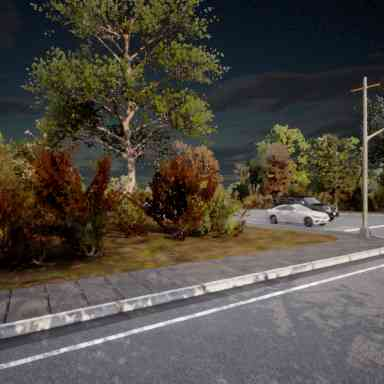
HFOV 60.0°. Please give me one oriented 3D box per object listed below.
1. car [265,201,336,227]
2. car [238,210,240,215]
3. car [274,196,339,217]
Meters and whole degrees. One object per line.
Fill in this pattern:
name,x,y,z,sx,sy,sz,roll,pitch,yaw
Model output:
car,7.365,1.600,23.641,1.812,1.442,4.674,0,-1,-38
car,2.819,1.589,34.508,2.097,1.767,4.553,0,-1,-42
car,9.049,1.316,27.235,2.150,2.045,5.566,0,-1,-37
